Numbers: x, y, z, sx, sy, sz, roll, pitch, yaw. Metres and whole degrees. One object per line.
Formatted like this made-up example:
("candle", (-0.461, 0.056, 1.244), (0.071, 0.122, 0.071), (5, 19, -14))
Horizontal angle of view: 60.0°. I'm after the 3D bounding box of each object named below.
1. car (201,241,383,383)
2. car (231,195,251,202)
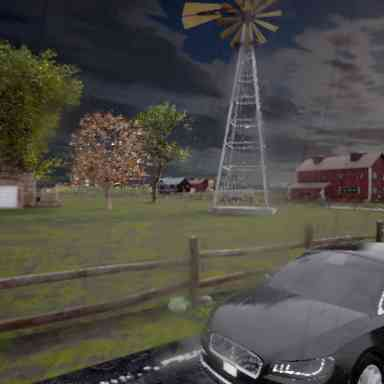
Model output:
("car", (2.360, 1.546, 4.752), (4.892, 1.490, 1.837), (1, 0, -35))
("car", (9.708, 1.276, 66.934), (2.128, 1.511, 4.902), (2, 0, -35))
